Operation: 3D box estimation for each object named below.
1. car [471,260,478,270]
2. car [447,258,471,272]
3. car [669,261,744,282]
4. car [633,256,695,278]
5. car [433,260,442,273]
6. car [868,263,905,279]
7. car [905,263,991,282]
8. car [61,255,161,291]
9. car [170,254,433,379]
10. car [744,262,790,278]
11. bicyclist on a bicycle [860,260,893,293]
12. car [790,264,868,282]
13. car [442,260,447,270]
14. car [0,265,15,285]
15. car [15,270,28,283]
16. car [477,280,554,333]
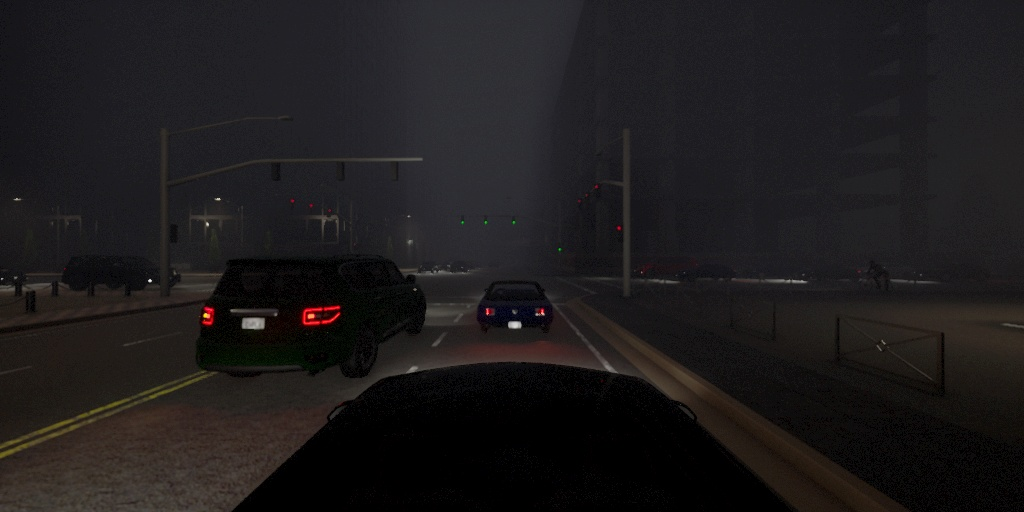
[{"bbox_3d":[-7.083,1.409,57.783,1.882,1.535,5.008,0,0,0],"label":"car"},{"bbox_3d":[-7.097,1.406,48.325,1.837,1.490,4.892,0,0,0],"label":"car"},{"bbox_3d":[15.652,1.309,29.032,4.674,1.442,1.812,0,0,0],"label":"car"},{"bbox_3d":[13.935,1.017,32.549,5.566,2.045,2.150,0,0,0],"label":"car"},{"bbox_3d":[-10.598,1.397,45.703,1.837,1.490,4.892,0,0,0],"label":"car"},{"bbox_3d":[33.659,1.320,32.603,4.674,1.442,1.812,0,0,0],"label":"car"},{"bbox_3d":[35.611,1.288,29.106,4.892,1.490,1.837,0,0,0],"label":"car"},{"bbox_3d":[-23.216,0.980,21.415,5.566,2.045,2.150,0,0,0],"label":"car"},{"bbox_3d":[-3.435,0.992,7.479,2.150,2.045,5.566,0,0,0],"label":"car"},{"bbox_3d":[23.665,1.272,32.578,5.008,1.535,1.882,0,0,0],"label":"car"},{"bbox_3d":[18.331,1.051,18.079,0.582,1.620,1.656,0,0,0],"label":"bicyclist on a bicycle"},{"bbox_3d":[25.616,1.347,29.086,4.181,1.385,1.994,0,0,0],"label":"car"},{"bbox_3d":[-10.589,1.414,55.047,2.128,1.511,4.902,0,0,0],"label":"car"},{"bbox_3d":[-33.909,1.306,21.416,5.357,1.411,2.033,0,0,0],"label":"car"},{"bbox_3d":[-36.916,1.275,24.949,4.892,1.490,1.837,0,0,1],"label":"car"},{"bbox_3d":[0.086,1.381,10.868,1.895,1.301,4.718,0,0,0],"label":"car"}]
